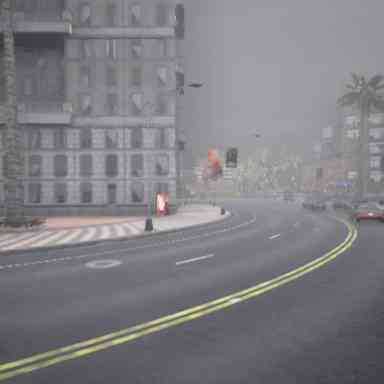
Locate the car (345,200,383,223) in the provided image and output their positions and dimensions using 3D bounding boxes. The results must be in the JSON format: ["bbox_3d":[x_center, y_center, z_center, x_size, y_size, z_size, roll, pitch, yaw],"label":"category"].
[{"bbox_3d":[13.597,1.598,26.111,1.994,1.385,4.181,0,0,17],"label":"car"}]

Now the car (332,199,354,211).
[{"bbox_3d":[19.011,1.561,41.231,2.128,1.511,4.902,0,0,2],"label":"car"}]

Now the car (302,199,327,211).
[{"bbox_3d":[15.555,1.593,42.511,2.128,1.511,4.902,0,0,1],"label":"car"}]
